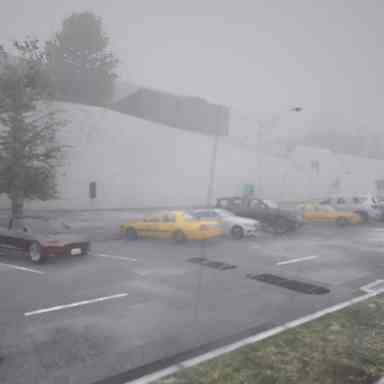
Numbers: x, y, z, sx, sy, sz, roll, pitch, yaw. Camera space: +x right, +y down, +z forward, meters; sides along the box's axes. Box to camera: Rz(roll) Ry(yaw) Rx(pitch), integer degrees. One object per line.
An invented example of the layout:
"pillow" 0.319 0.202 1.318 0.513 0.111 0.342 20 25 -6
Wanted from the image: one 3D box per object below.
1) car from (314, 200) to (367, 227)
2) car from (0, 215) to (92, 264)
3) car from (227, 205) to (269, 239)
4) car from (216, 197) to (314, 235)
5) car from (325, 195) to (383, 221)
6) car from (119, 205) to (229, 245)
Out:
"car" 8.789 1.516 22.997 5.366 1.575 1.946 -2 -1 34
"car" -5.846 1.622 12.396 4.792 1.488 2.163 -1 -1 34
"car" 1.379 1.615 17.757 4.674 1.452 2.002 -1 -1 34
"car" 3.824 1.314 19.527 5.566 2.045 2.435 -1 -1 34
"car" 11.024 1.245 24.895 5.566 2.045 2.435 -2 -1 34
"car" -1.194 1.585 16.069 5.366 1.575 1.946 -1 -1 34
